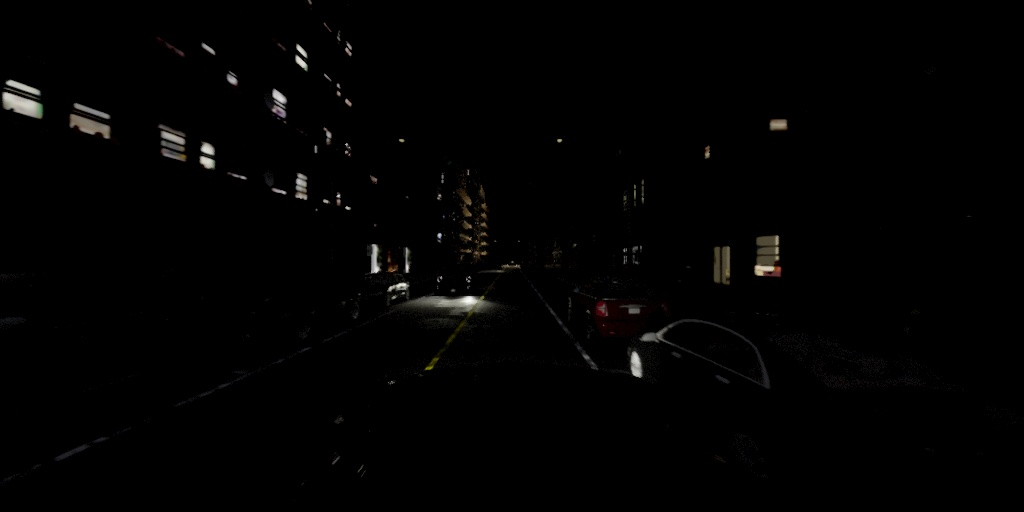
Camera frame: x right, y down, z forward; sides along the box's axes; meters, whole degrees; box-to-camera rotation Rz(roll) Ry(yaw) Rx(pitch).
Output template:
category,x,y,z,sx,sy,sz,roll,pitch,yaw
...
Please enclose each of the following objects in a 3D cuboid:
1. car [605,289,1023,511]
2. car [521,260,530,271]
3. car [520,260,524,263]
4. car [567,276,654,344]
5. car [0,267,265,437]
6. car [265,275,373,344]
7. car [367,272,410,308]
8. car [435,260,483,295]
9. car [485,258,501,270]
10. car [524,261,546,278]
category,x,y,z,sx,sy,sz,roll,pitch,yaw
car,2.690,1.317,4.105,2.007,1.370,4.403,0,0,0
car,2.677,1.657,49.676,1.888,1.381,4.507,0,0,0
car,2.674,1.790,61.069,1.802,1.307,4.207,0,0,0
car,2.688,1.247,9.802,1.967,1.591,4.097,0,0,0
car,-5.691,1.081,4.105,2.192,1.841,5.009,0,0,0
car,-5.692,1.373,9.802,1.948,1.339,4.313,0,0,0
car,-5.694,1.399,15.497,2.007,1.370,4.403,0,0,0
car,-3.105,1.242,21.124,2.097,1.767,4.553,0,0,0
car,-3.047,1.443,62.705,2.150,2.045,5.566,0,-1,1
car,2.681,1.571,38.285,2.007,1.370,4.403,0,0,0
